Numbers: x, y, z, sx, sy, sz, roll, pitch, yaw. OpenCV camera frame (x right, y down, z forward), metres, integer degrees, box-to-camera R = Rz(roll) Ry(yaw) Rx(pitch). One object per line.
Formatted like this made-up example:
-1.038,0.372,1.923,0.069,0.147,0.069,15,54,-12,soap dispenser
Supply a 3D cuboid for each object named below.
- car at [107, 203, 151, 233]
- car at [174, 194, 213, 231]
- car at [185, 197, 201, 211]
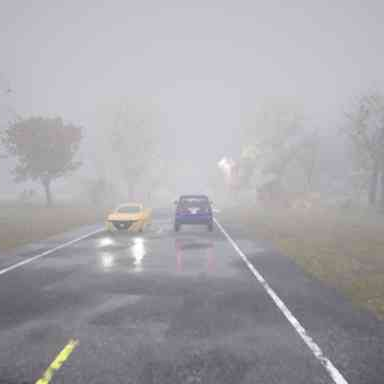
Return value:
-3.508,1.396,19.208,1.882,1.535,5.008,0,0,0,car
0.092,1.136,20.149,2.150,2.045,5.566,0,0,0,car
0.083,1.377,39.102,1.812,1.442,4.674,0,0,0,car
